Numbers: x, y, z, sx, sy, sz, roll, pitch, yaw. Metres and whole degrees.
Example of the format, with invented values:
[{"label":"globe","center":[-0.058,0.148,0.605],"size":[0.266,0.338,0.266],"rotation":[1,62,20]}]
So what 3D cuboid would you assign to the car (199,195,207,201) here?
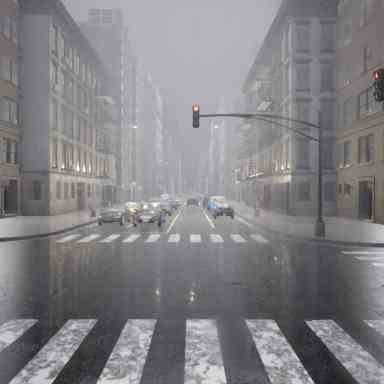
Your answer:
[{"label":"car","center":[2.653,1.541,83.010],"size":[1.887,1.381,4.507],"rotation":[0,0,0]}]

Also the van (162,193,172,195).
[{"label":"van","center":[-5.431,1.338,66.790],"size":[1.690,1.788,3.998],"rotation":[0,0,0]}]

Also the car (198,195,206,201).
[{"label":"car","center":[2.654,1.562,88.416],"size":[1.947,1.339,4.313],"rotation":[0,0,0]}]

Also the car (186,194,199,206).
[{"label":"car","center":[0.096,1.500,54.644],"size":[1.837,1.490,4.892],"rotation":[0,0,0]}]

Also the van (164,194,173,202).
[{"label":"van","center":[-5.441,1.338,77.603],"size":[1.690,1.788,3.998],"rotation":[0,0,0]}]

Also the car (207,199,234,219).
[{"label":"car","center":[2.639,1.549,28.948],"size":[2.008,1.369,4.403],"rotation":[0,0,0]}]

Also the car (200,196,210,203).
[{"label":"car","center":[2.648,1.522,66.961],"size":[1.752,1.417,4.829],"rotation":[0,0,0]}]

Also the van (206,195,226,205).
[{"label":"van","center":[2.640,1.339,34.354],"size":[1.690,1.788,3.998],"rotation":[0,0,0]}]

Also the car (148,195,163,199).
[{"label":"car","center":[-5.411,1.437,45.166],"size":[1.967,1.590,4.097],"rotation":[0,0,0]}]

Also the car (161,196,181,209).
[{"label":"car","center":[-2.835,1.561,42.806],"size":[1.994,1.385,4.181],"rotation":[0,0,1]}]

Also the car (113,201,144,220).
[{"label":"car","center":[-5.396,1.523,28.777],"size":[1.752,1.417,4.829],"rotation":[0,0,0]}]

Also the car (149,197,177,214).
[{"label":"car","center":[-2.845,1.545,32.792],"size":[2.033,1.411,5.357],"rotation":[0,0,0]}]

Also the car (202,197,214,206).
[{"label":"car","center":[2.646,1.563,55.979],"size":[1.947,1.339,4.313],"rotation":[0,0,0]}]

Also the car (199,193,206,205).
[{"label":"car","center":[2.644,1.312,50.573],"size":[2.192,1.841,5.009],"rotation":[0,0,0]}]

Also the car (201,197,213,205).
[{"label":"car","center":[2.647,1.548,61.385],"size":[2.008,1.369,4.403],"rotation":[0,0,0]}]

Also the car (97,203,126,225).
[{"label":"car","center":[-5.391,1.549,23.540],"size":[2.008,1.369,4.403],"rotation":[0,0,0]}]

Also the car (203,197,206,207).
[{"label":"car","center":[2.641,1.579,39.760],"size":[1.802,1.307,4.206],"rotation":[0,0,0]}]

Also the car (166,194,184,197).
[{"label":"car","center":[-2.798,1.475,53.060],"size":[1.882,1.535,5.008],"rotation":[0,0,1]}]

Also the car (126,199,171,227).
[{"label":"car","center":[-2.849,1.490,22.909],"size":[2.128,1.511,4.902],"rotation":[0,0,0]}]
